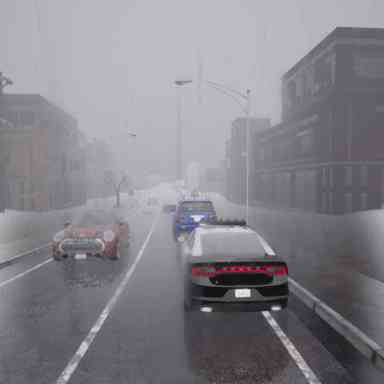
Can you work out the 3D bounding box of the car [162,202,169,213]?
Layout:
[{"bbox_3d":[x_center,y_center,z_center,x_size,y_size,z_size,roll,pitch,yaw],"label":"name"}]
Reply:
[{"bbox_3d":[-3.144,2.130,46.738,1.882,1.535,5.008,0,0,-4],"label":"car"}]

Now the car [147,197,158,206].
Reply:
[{"bbox_3d":[-7.602,1.779,64.202,2.128,1.511,4.902,0,2,-5],"label":"car"}]

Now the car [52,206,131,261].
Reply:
[{"bbox_3d":[-3.613,1.465,12.666,2.097,1.767,4.553,0,-1,-4],"label":"car"}]

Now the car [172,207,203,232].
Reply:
[{"bbox_3d":[-0.432,1.853,23.954,1.882,1.535,5.008,0,-2,-5],"label":"car"}]

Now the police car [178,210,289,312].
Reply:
[{"bbox_3d":[0.708,1.464,7.981,1.930,1.638,5.238,0,-1,-3],"label":"police car"}]

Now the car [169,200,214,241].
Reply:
[{"bbox_3d":[0.048,1.435,17.985,2.150,2.045,5.566,0,-1,-5],"label":"car"}]
